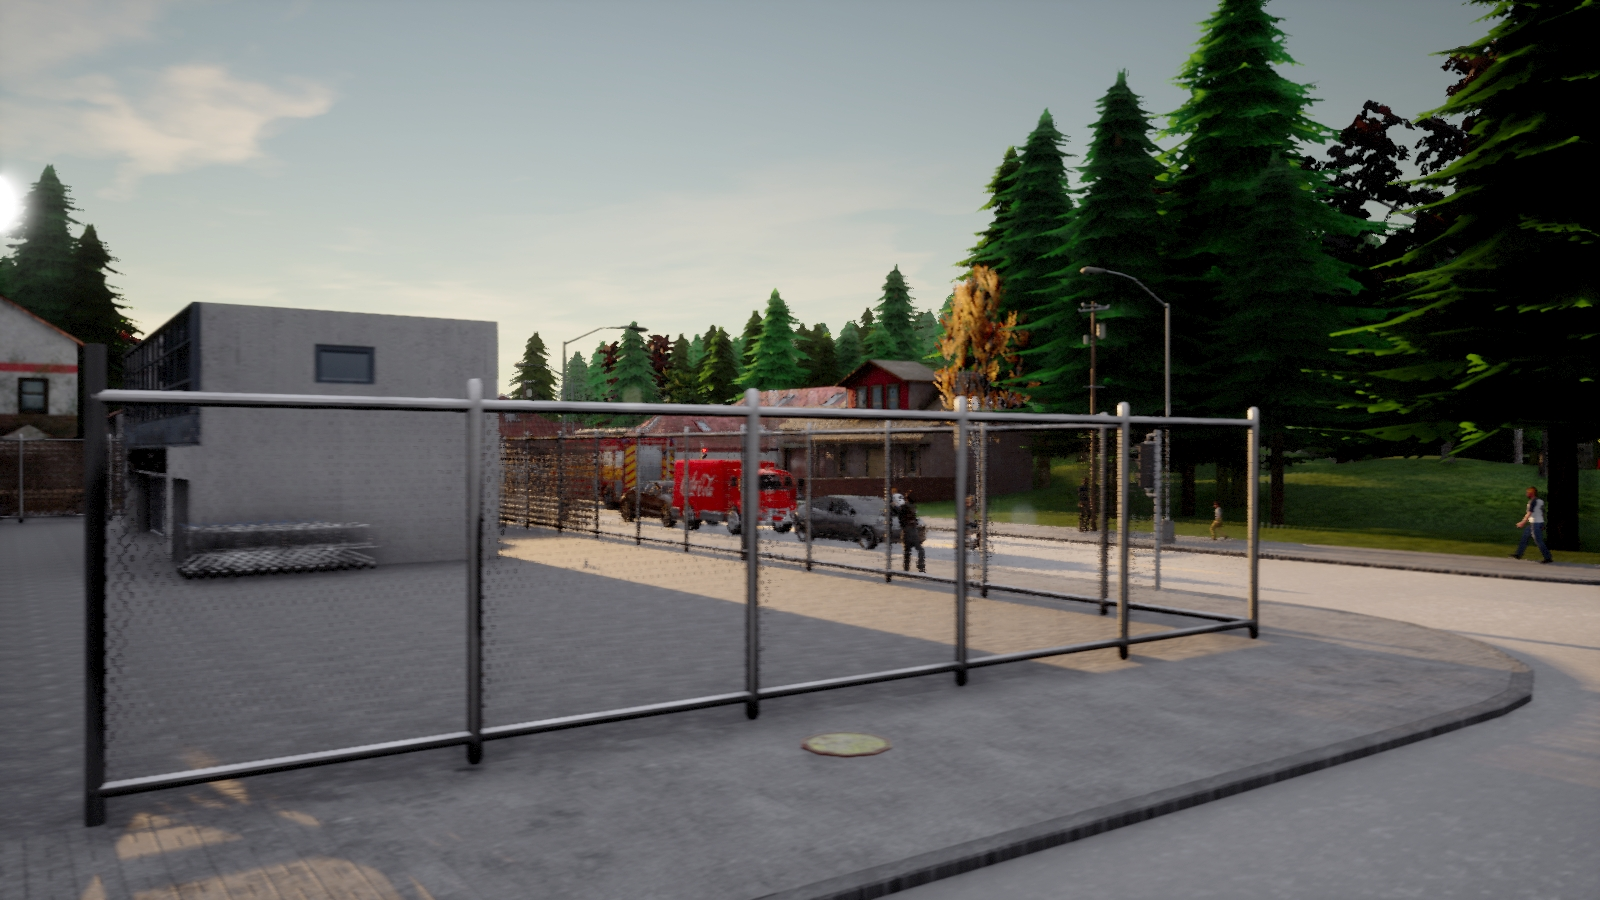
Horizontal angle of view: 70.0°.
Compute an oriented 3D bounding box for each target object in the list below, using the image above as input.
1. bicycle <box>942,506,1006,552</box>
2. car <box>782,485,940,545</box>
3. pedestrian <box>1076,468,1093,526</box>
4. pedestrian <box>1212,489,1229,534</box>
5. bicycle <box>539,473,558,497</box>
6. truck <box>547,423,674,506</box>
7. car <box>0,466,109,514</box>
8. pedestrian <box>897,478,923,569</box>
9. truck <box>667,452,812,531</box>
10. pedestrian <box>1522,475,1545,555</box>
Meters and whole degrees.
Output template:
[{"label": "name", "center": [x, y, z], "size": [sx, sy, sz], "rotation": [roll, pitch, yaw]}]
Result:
[{"label": "bicycle", "center": [4.514, 2.036, 29.727], "size": [0.859, 1.080, 1.487], "rotation": [0, 0, -35]}, {"label": "car", "center": [1.712, 1.843, 33.729], "size": [2.163, 1.488, 4.792], "rotation": [0, 0, -35]}, {"label": "pedestrian", "center": [9.202, 1.524, 36.947], "size": [0.375, 1.860, 0.375], "rotation": [0, 0, -44]}, {"label": "pedestrian", "center": [12.414, 1.805, 33.743], "size": [0.375, 1.300, 0.375], "rotation": [0, 0, 42]}, {"label": "bicycle", "center": [-13.846, 1.940, 62.909], "size": [0.329, 1.271, 1.835], "rotation": [0, 0, -35]}, {"label": "truck", "center": [-9.579, 0.671, 56.859], "size": [2.891, 3.827, 8.468], "rotation": [0, 0, -35]}, {"label": "car", "center": [-31.642, 1.644, 47.764], "size": [4.605, 1.855, 1.932], "rotation": [0, 0, -34]}, {"label": "pedestrian", "center": [2.293, 1.516, 23.839], "size": [0.375, 1.860, 0.375], "rotation": [0, 0, -41]}, {"label": "truck", "center": [-2.168, 1.339, 39.302], "size": [2.627, 2.467, 5.204], "rotation": [0, 0, -35]}, {"label": "pedestrian", "center": [17.393, 1.524, 27.082], "size": [0.375, 1.860, 0.375], "rotation": [0, 0, -43]}]
